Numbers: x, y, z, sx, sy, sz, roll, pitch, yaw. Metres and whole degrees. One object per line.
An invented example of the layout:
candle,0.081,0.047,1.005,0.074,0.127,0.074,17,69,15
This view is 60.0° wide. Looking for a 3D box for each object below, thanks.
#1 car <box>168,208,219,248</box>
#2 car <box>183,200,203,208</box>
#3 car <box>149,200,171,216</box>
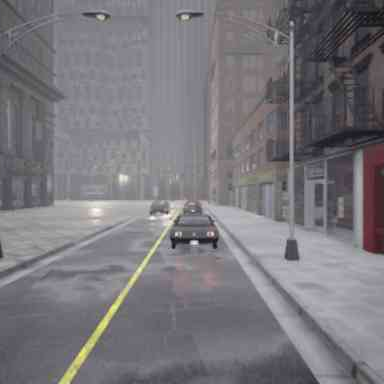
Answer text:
car,0.092,1.603,14.661,1.895,1.301,4.718,0,0,0
car,0.082,1.531,32.529,1.812,1.442,4.674,0,0,0
car,-3.117,1.553,33.301,2.033,1.411,5.357,0,0,0
